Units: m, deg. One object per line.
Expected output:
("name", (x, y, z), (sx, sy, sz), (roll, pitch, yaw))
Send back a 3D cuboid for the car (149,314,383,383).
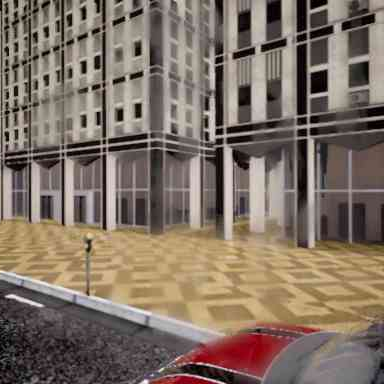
("car", (1.460, 1.440, 1.837), (4.097, 1.590, 1.967), (0, 0, 36))
